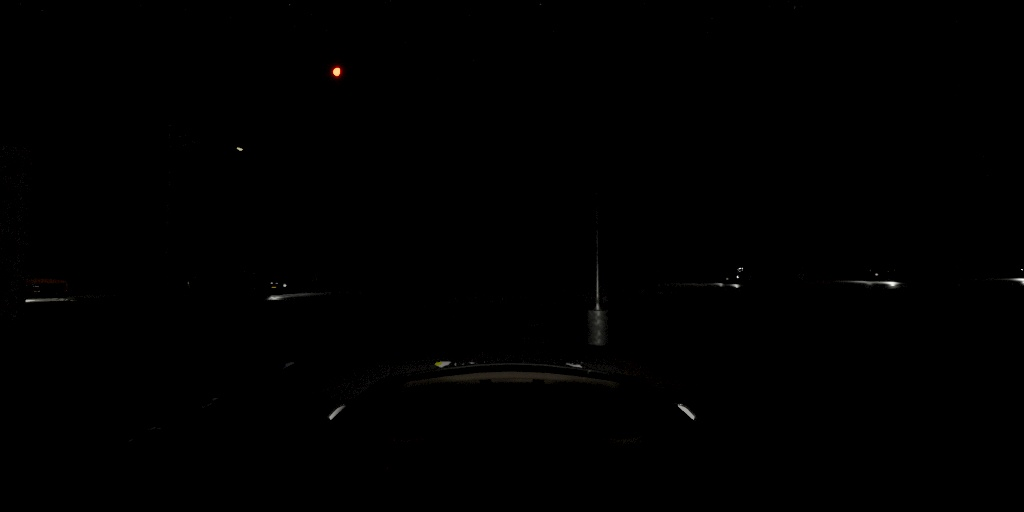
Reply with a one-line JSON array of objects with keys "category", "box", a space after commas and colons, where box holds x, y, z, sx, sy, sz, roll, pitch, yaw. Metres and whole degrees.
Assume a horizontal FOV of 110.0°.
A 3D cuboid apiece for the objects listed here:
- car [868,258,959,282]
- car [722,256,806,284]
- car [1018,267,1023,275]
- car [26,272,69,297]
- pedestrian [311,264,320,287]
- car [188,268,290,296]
[{"category": "car", "box": [26.132, 0.891, 23.394, 4.674, 1.442, 1.812, -1, -2, 1]}, {"category": "car", "box": [16.283, 0.875, 23.422, 4.553, 1.767, 2.097, -1, -2, 0]}, {"category": "car", "box": [36.727, 0.751, 23.359, 5.357, 1.411, 2.033, -1, -2, 0]}, {"category": "car", "box": [-27.722, 1.560, 19.830, 5.008, 1.535, 1.882, -1, -2, 0]}, {"category": "pedestrian", "box": [-15.058, 1.466, 27.397, 0.375, 1.860, 0.375, 0, -1, 0]}, {"category": "car", "box": [-14.973, 1.419, 19.793, 4.892, 1.490, 1.837, -1, -2, 0]}]
